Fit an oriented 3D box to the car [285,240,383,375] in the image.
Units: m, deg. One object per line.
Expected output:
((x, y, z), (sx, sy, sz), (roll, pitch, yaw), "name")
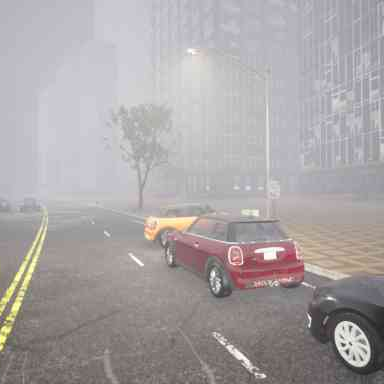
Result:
((3.588, 1.505, 3.462), (1.837, 1.490, 4.892), (0, 0, -36), "car")

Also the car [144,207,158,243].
((0.248, 1.277, 14.601), (4.553, 1.767, 2.097), (-3, 1, -18), "car")

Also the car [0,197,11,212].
((-22.033, 1.390, 38.002), (2.097, 1.767, 4.553), (0, 0, -24), "car")

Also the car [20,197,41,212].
((-19.072, 1.393, 39.341), (2.097, 1.767, 4.553), (0, 0, -24), "car")

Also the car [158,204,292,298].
((0.821, 1.355, 8.916), (2.097, 1.767, 4.553), (0, 0, -22), "car")
